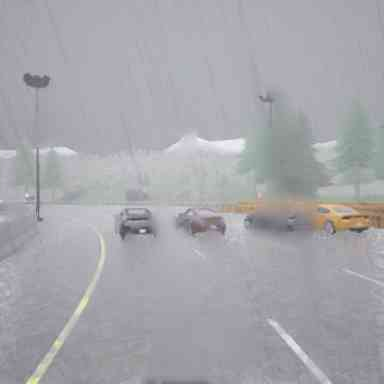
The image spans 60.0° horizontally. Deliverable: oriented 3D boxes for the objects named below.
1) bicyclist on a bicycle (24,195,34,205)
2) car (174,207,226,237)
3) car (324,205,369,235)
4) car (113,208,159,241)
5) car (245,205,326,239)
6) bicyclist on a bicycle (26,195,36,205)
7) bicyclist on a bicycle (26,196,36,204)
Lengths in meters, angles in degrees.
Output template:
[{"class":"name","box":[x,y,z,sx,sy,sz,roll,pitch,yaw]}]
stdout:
[{"class":"bicyclist on a bicycle","box":[-33.994,1.605,69.462,0.582,1.620,1.656,0,-23,20]},{"class":"car","box":[0.353,1.584,18.512,1.812,1.442,4.674,0,0,-18]},{"class":"car","box":[7.647,1.464,18.920,1.882,1.535,5.008,0,0,-16]},{"class":"car","box":[-3.038,1.585,17.633,2.128,1.511,4.902,-1,0,-18]},{"class":"car","box":[4.416,1.510,17.513,2.128,1.511,4.902,0,0,-15]},{"class":"bicyclist on a bicycle","box":[-33.513,1.600,69.280,0.582,1.620,1.656,-1,-23,19]},{"class":"bicyclist on a bicycle","box":[-32.979,1.598,69.069,0.582,1.620,1.656,0,-21,21]}]
